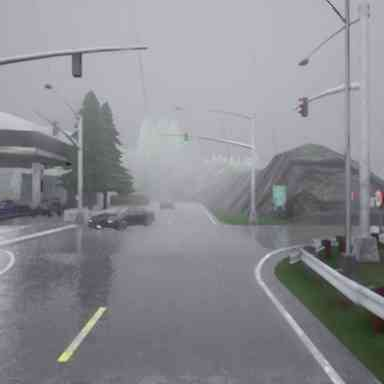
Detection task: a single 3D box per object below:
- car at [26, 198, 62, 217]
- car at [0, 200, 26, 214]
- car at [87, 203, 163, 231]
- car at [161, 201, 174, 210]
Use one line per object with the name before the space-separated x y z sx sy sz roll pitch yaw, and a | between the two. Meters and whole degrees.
car | -14.525 1.505 33.470 1.905 1.878 3.866 0 0 -1
car | -20.231 1.697 37.747 2.242 1.667 4.611 0 0 -1
car | -4.186 1.583 21.048 2.033 1.411 5.357 0 -1 23
car | -3.496 1.862 46.611 1.895 1.301 4.718 0 0 0
